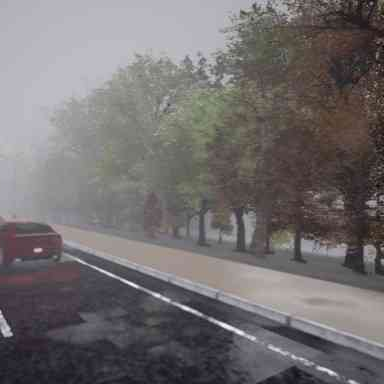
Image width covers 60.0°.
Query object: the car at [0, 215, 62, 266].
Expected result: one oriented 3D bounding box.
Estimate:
[{"bbox_3d":[-6.657,1.862,13.243,1.882,1.535,5.008,2,-2,-36],"label":"car"}]
